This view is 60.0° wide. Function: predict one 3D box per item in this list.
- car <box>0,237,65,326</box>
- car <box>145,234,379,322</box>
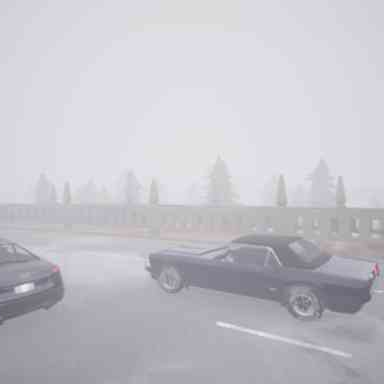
[{"bbox_3d":[-4.519,1.595,6.629,4.181,1.385,1.994,0,0,31],"label":"car"},{"bbox_3d":[1.269,1.587,7.164,4.718,1.301,1.895,0,0,34],"label":"car"}]
